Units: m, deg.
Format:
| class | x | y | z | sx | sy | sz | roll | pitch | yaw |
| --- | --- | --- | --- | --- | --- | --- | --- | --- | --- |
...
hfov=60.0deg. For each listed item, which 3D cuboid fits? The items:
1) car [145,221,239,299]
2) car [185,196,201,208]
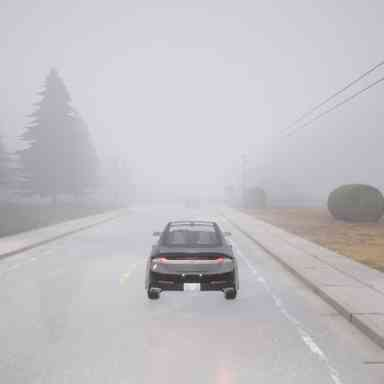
| class | x | y | z | sx | sy | sz | roll | pitch | yaw |
| --- | --- | --- | --- | --- | --- | --- | --- | --- | --- |
| car | 0.002 | 1.466 | 8.348 | 2.128 | 1.511 | 4.902 | 0 | 0 | 0 |
| car | 0.161 | 1.337 | 44.206 | 1.837 | 1.490 | 4.892 | 0 | 0 | 3 |
